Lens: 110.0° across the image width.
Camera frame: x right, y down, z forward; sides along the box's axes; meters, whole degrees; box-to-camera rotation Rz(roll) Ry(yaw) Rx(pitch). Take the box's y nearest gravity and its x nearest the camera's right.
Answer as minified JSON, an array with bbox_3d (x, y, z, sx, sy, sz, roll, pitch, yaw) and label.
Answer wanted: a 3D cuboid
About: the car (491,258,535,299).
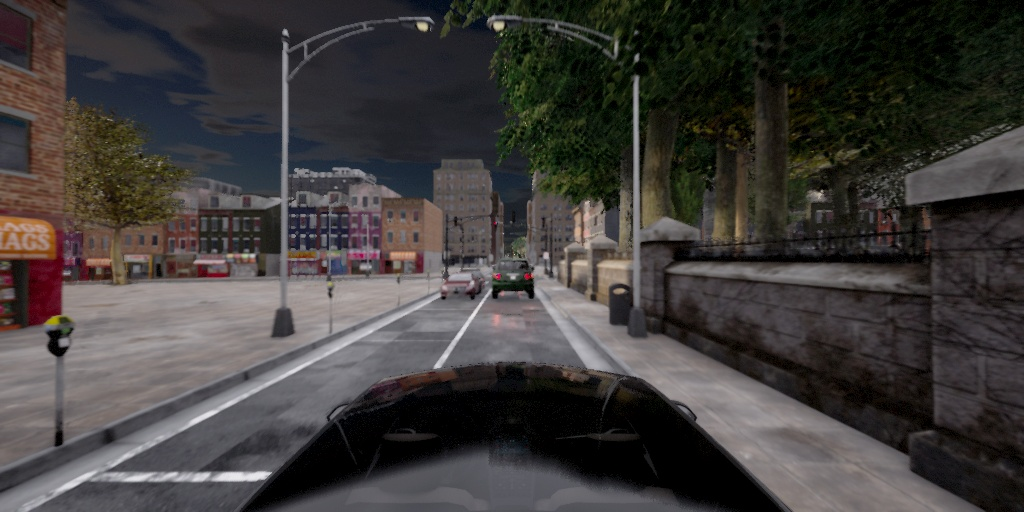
[{"bbox_3d":[0.074,1.150,19.743,2.150,2.045,5.566,0,-1,1],"label":"car"}]

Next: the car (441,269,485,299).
[{"bbox_3d":[-2.640,1.503,19.054,1.802,1.307,4.207,0,0,0],"label":"car"}]
